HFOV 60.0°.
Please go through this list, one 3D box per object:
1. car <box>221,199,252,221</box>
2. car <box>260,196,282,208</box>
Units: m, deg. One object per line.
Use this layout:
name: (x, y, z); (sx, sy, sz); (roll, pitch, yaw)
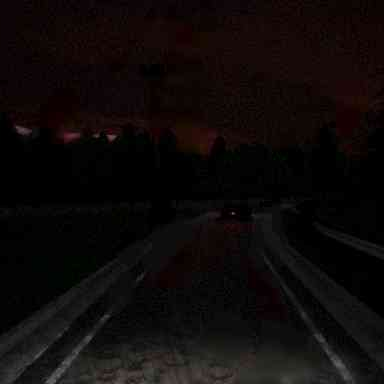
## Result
car: (3.421, 1.293, 25.082); (1.882, 1.535, 5.008); (0, 0, 15)
car: (9.902, 1.191, 41.482); (2.128, 1.511, 4.902); (0, 0, 28)
